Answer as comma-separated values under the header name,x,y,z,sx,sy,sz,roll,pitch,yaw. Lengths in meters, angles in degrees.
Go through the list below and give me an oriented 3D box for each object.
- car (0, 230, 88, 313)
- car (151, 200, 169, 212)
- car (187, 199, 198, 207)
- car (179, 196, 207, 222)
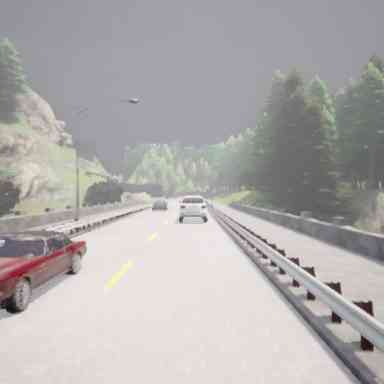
name,x,y,z,sx,sy,sz,roll,pitch,yaw
car,-4.089,1.638,7.838,1.895,1.301,4.718,0,0,0
car,-4.080,1.752,43.218,2.033,1.411,5.357,0,0,0
car,0.065,1.885,59.855,1.895,1.301,4.718,0,0,0
car,0.085,1.356,28.233,2.150,2.045,5.566,0,0,0
